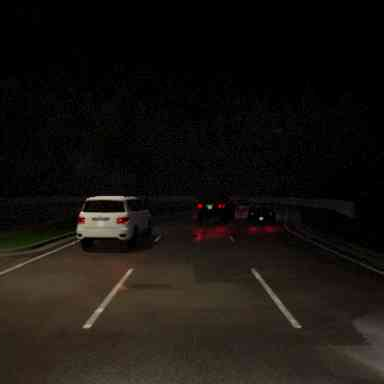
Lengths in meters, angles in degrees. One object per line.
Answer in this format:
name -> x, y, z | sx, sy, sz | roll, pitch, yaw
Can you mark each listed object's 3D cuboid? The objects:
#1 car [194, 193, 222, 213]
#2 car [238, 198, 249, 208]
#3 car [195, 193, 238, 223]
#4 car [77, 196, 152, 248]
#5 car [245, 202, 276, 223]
car -> 1.929, 1.175, 38.590 | 2.150, 2.045, 5.566 | 0, 0, 15
car -> 6.144, 1.443, 41.069 | 2.128, 1.511, 4.902 | 0, 0, 11
car -> 1.927, 1.188, 25.597 | 2.150, 2.045, 5.566 | 0, 0, 15
car -> -3.219, 1.204, 14.832 | 2.150, 2.045, 5.566 | 0, 0, 2
car -> 5.451, 1.571, 25.453 | 1.895, 1.301, 4.718 | 0, 0, 15
